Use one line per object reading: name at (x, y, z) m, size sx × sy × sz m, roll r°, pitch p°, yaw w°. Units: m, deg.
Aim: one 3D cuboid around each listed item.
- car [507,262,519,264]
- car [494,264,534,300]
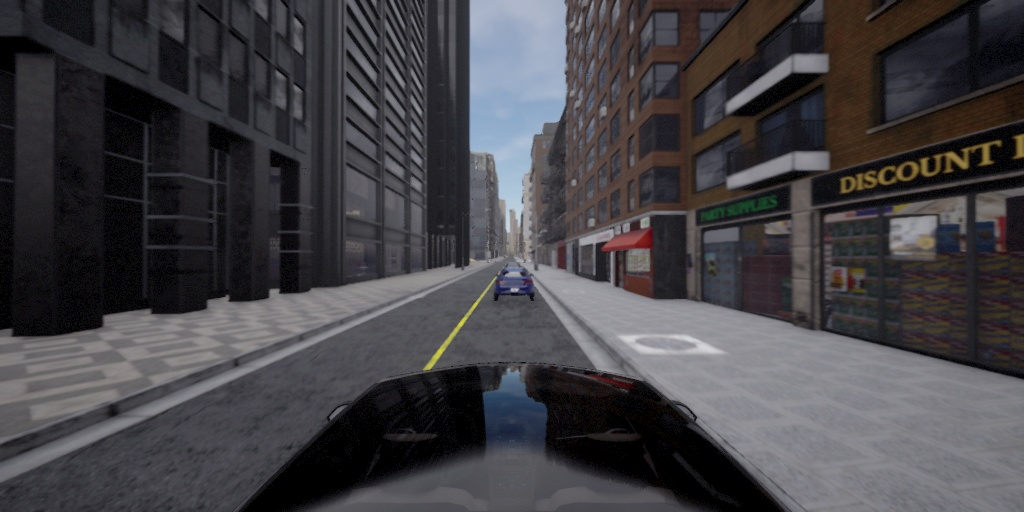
car at (0.107, 1.323, 36.960) m, size 1.994 × 1.385 × 4.181 m, roll 0°, pitch 0°, yaw 0°
car at (0.103, 1.281, 17.645) m, size 1.812 × 1.442 × 4.674 m, roll 0°, pitch 0°, yaw 0°
